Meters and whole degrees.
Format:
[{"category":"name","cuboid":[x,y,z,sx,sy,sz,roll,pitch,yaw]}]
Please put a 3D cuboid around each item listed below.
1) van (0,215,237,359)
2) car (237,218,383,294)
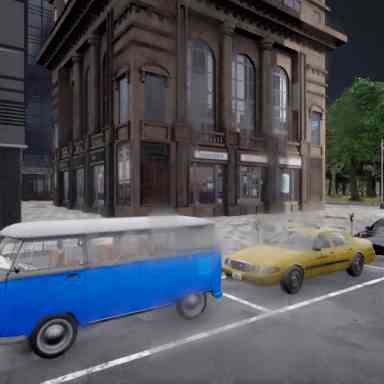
[{"category":"van","cuboid":[-1.337,1.341,5.695,3.998,1.788,1.690,0,0,-35]},{"category":"car","cuboid":[2.954,1.525,8.750,4.829,1.417,1.752,0,0,-35]}]
